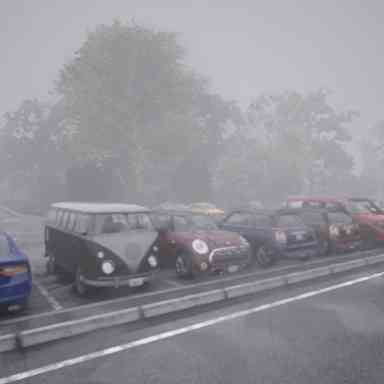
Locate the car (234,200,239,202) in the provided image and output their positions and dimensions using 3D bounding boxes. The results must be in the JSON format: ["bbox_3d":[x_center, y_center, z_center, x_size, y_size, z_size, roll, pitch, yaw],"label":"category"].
[{"bbox_3d":[1.068,1.582,27.133,1.946,1.575,5.366,0,0,-36],"label":"car"}]

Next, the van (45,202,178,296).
[{"bbox_3d":[-2.431,1.268,8.628,1.878,1.987,4.442,0,0,-36],"label":"van"}]

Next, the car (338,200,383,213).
[{"bbox_3d":[21.256,1.767,41.849,2.163,1.488,4.792,0,0,-36],"label":"car"}]

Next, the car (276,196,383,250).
[{"bbox_3d":[6.636,1.316,15.226,2.435,2.045,5.566,0,0,-36],"label":"car"}]

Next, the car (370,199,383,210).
[{"bbox_3d":[28.051,1.751,46.671,2.097,1.535,5.008,0,0,-36],"label":"car"}]

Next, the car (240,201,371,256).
[{"bbox_3d":[4.357,1.423,13.592,2.185,1.767,4.553,0,0,-36],"label":"car"}]

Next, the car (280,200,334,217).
[{"bbox_3d":[12.137,1.673,35.514,1.946,1.575,5.366,0,0,-36],"label":"car"}]

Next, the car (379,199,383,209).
[{"bbox_3d":[30.310,1.751,48.288,2.231,1.521,4.892,0,0,-36],"label":"car"}]

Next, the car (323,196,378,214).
[{"bbox_3d":[19.034,1.475,40.188,2.435,2.045,5.566,0,0,-36],"label":"car"}]

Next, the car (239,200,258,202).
[{"bbox_3d":[5.455,1.496,30.540,2.185,1.767,4.553,0,0,-36],"label":"car"}]

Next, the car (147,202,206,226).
[{"bbox_3d":[-1.301,1.568,25.672,2.231,1.521,4.892,0,0,-36],"label":"car"}]

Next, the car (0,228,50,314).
[{"bbox_3d":[-4.776,1.475,7.086,2.097,1.535,5.008,0,0,-36],"label":"car"}]

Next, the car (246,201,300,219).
[{"bbox_3d":[7.747,1.669,32.108,2.163,1.488,4.792,0,0,-36],"label":"car"}]

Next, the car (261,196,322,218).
[{"bbox_3d":[9.972,1.407,33.771,2.435,2.045,5.566,0,0,-36],"label":"car"}]

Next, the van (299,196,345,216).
[{"bbox_3d":[14.434,1.469,37.073,1.878,1.987,4.442,0,0,-36],"label":"van"}]

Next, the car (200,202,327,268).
[{"bbox_3d":[2.078,1.405,11.960,2.185,1.767,4.553,0,0,-36],"label":"car"}]

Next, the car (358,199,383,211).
[{"bbox_3d":[25.682,1.747,45.209,1.946,1.575,5.366,0,0,-36],"label":"car"}]

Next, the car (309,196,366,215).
[{"bbox_3d":[16.743,1.462,38.618,2.435,2.045,5.566,0,0,-36],"label":"car"}]

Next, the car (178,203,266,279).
[{"bbox_3d":[-0.238,1.386,10.379,2.185,1.767,4.553,0,0,-36],"label":"car"}]

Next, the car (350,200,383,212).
[{"bbox_3d":[23.553,1.778,43.422,2.163,1.488,4.792,0,0,-36],"label":"car"}]
